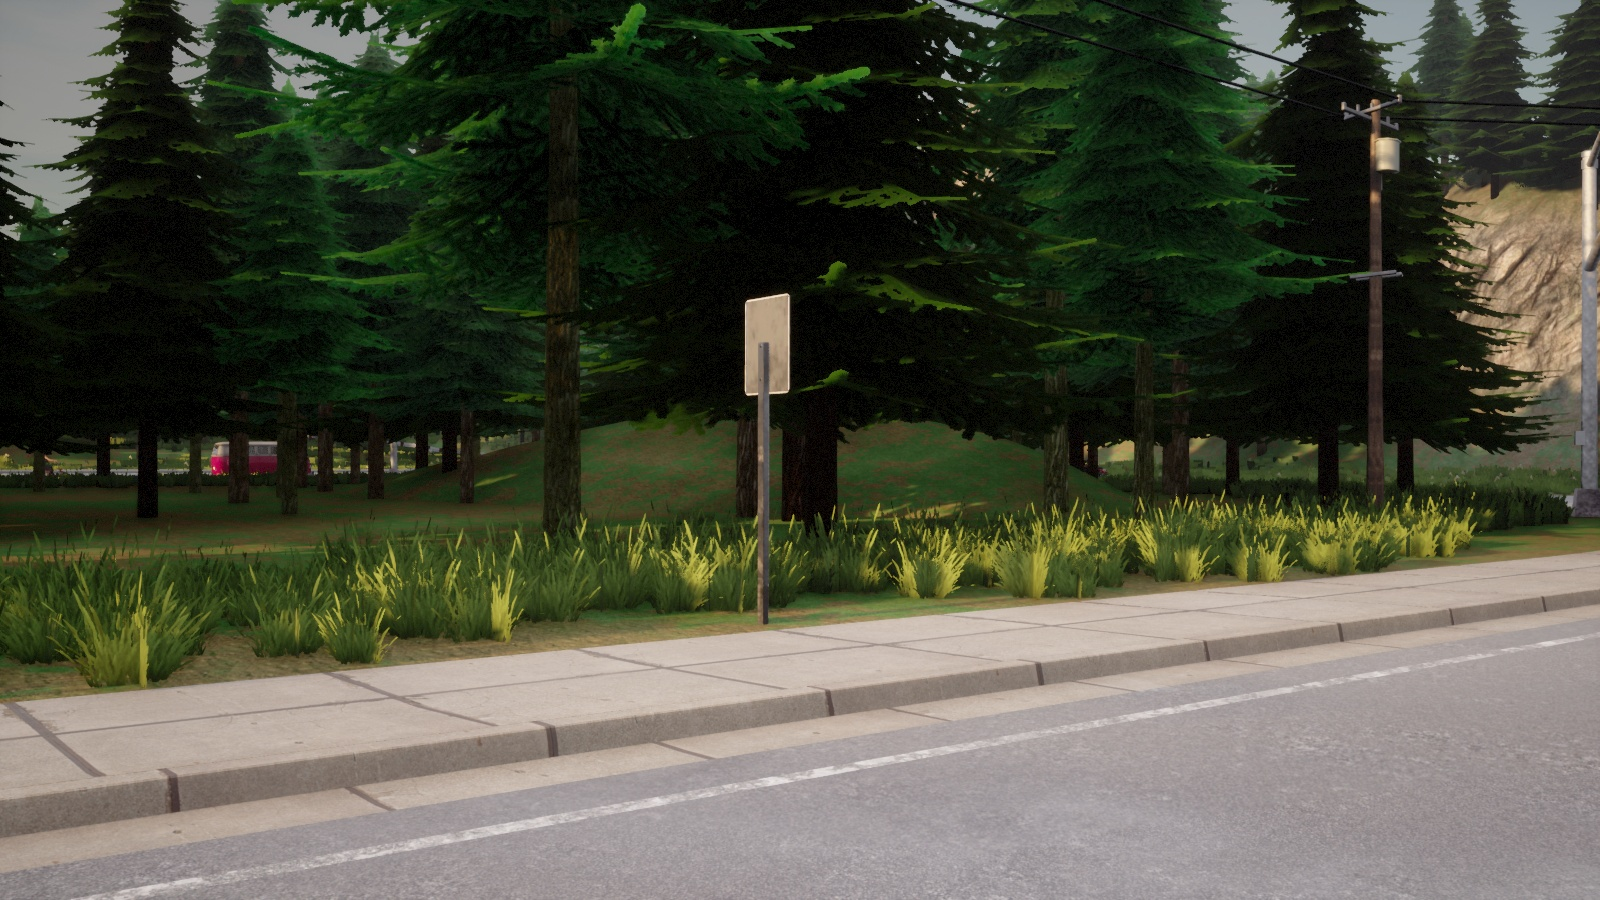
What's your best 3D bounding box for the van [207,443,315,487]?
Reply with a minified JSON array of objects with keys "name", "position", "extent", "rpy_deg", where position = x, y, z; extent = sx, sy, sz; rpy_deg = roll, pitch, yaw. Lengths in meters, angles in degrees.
[{"name":"van","position":[-25.500,0.697,59.442],"extent":[4.442,1.987,1.775],"rpy_deg":[0,0,-35]}]
